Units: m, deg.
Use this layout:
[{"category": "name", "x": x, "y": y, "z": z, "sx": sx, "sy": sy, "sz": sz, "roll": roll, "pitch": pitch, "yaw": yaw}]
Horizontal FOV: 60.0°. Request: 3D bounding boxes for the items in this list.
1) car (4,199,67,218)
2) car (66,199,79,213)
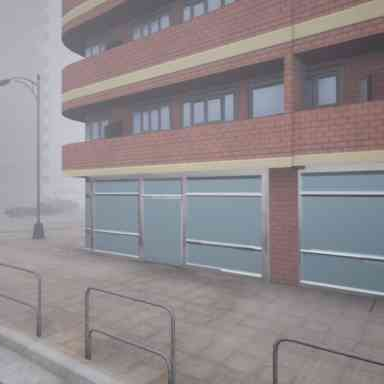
[{"category": "car", "x": -14.121, "y": 1.601, "z": 29.910, "sx": 1.895, "sy": 1.301, "sz": 4.718, "roll": 0, "pitch": 0, "yaw": 36}, {"category": "car", "x": -14.405, "y": 1.505, "z": 35.446, "sx": 1.837, "sy": 1.490, "sz": 4.892, "roll": 0, "pitch": 0, "yaw": 36}]
